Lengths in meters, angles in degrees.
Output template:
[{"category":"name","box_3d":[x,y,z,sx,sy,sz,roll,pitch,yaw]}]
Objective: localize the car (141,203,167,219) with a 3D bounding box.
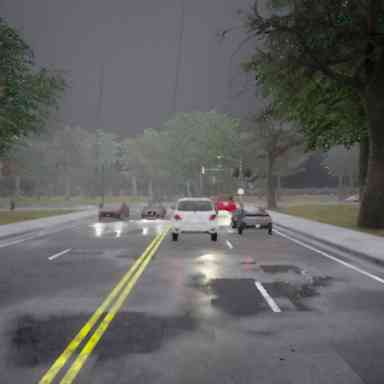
[{"category":"car","box_3d":[-3.326,1.646,29.674,1.994,1.385,4.181,0,0,0]}]

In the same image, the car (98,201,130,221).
[{"category":"car","box_3d":[-6.581,1.558,28.547,1.882,1.535,5.008,0,0,0]}]

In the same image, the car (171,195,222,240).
[{"category":"car","box_3d":[0.101,1.279,17.342,2.150,2.045,5.566,0,0,-1]}]

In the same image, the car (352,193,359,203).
[{"category":"car","box_3d":[36.729,1.499,69.877,5.008,1.535,1.882,0,0,-23]}]

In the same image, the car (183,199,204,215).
[{"category":"car","box_3d":[0.106,1.583,35.794,2.128,1.511,4.902,0,0,-1]}]

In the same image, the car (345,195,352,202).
[{"category":"car","box_3d":[35.834,1.577,73.025,4.674,1.442,1.812,0,0,-23]}]

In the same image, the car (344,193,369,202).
[{"category":"car","box_3d":[38.464,1.334,77.643,5.566,2.045,2.150,0,0,-23]}]

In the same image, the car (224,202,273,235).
[{"category":"car","box_3d":[3.346,1.549,19.341,2.128,1.511,4.902,0,0,0]}]

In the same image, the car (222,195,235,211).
[{"category":"car","box_3d":[3.348,1.313,35.575,2.150,2.045,5.566,0,0,0]}]
